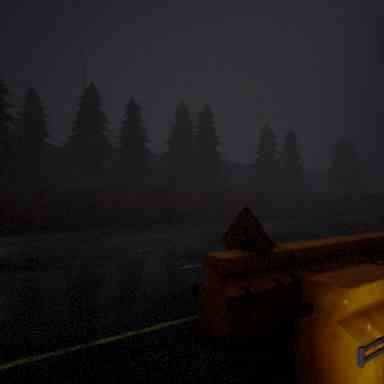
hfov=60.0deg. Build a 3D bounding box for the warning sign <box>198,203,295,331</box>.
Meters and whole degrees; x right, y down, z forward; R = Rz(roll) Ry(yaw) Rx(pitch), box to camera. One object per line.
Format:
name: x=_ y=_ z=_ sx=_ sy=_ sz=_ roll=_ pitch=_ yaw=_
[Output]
warning sign: x=0.919 y=1.153 z=5.814 sx=1.060 sy=1.860 sz=1.300 roll=1 pitch=0 yaw=-35
